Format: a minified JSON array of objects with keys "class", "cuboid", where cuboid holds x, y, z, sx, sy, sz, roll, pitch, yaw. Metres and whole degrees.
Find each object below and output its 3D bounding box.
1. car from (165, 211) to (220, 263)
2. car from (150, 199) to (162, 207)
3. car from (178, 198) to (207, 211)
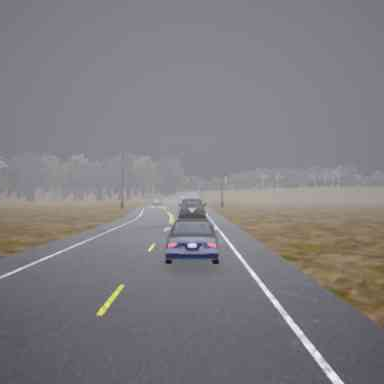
[{"class":"car","cuboid":[0.014,1.683,12.544,2.033,1.411,5.357,0,-1,0]},{"class":"car","cuboid":[-6.952,2.131,65.611,1.812,1.442,4.674,0,0,-1]},{"class":"car","cuboid":[0.020,1.521,27.609,2.150,2.045,5.566,0,0,0]}]
